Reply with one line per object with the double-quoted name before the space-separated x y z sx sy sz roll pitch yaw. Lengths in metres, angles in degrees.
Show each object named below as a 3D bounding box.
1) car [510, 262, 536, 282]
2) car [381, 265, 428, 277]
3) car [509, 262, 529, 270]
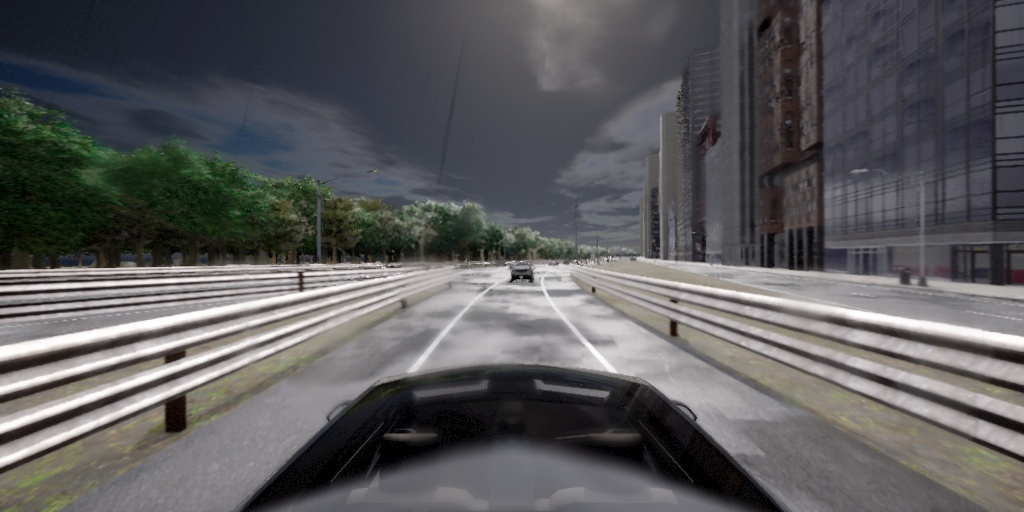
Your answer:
"car" 0.920 1.387 30.290 1.837 1.490 4.892 -1 0 5
"car" -9.131 1.477 31.482 2.033 1.411 5.357 0 -1 18
"car" 1.240 1.700 63.219 2.033 1.411 5.357 0 -1 18
